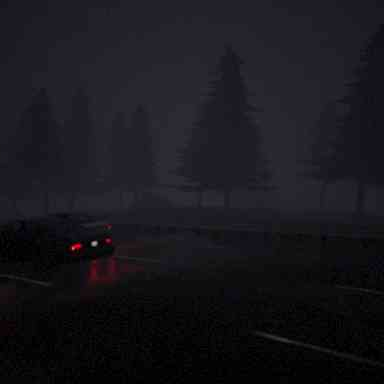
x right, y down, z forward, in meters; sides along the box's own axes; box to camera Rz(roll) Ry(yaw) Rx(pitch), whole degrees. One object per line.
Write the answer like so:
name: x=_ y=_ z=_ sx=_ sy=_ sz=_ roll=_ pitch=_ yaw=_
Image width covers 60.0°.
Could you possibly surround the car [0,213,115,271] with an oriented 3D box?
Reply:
car: x=-5.048 y=1.556 z=10.842 sx=5.357 sy=1.411 sz=2.033 roll=0 pitch=0 yaw=28
